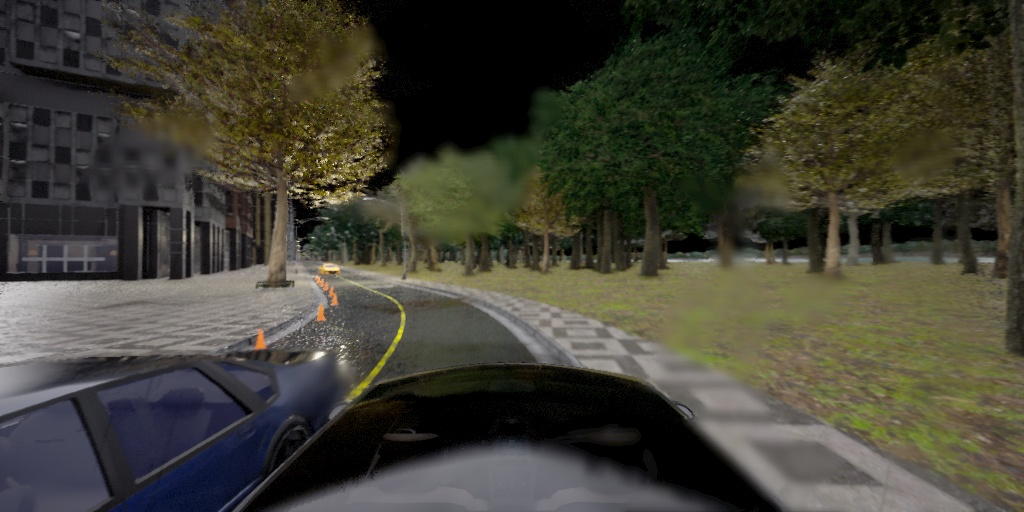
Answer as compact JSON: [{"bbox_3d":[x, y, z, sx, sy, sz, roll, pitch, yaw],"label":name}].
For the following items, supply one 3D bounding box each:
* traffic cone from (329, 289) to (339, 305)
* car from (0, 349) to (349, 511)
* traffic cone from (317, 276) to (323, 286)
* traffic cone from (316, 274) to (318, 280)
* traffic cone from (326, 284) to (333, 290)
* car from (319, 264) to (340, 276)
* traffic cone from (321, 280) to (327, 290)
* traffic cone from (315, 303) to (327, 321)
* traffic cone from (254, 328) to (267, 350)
[{"bbox_3d":[-8.166,1.958,16.536,0.340,0.580,0.340,0,0,-25],"label":"traffic cone"},{"bbox_3d":[-2.707,1.333,1.625,2.033,1.411,5.357,-1,-1,0],"label":"car"},{"bbox_3d":[-15.493,2.138,29.296,0.340,0.580,0.340,0,0,-31],"label":"traffic cone"},{"bbox_3d":[-18.043,2.187,33.597,0.340,0.580,0.340,0,0,-31],"label":"traffic cone"},{"bbox_3d":[-10.396,2.018,20.692,0.340,0.580,0.340,0,0,-31],"label":"traffic cone"},{"bbox_3d":[-24.402,1.830,47.932,1.882,1.535,5.008,0,0,-37],"label":"car"},{"bbox_3d":[-12.944,2.080,24.994,0.340,0.580,0.340,0,0,-31],"label":"traffic cone"},{"bbox_3d":[-6.492,1.897,12.191,0.340,0.580,0.340,0,0,-17],"label":"traffic cone"},{"bbox_3d":[-5.380,1.840,7.669,0.340,0.580,0.340,0,0,-10],"label":"traffic cone"}]
